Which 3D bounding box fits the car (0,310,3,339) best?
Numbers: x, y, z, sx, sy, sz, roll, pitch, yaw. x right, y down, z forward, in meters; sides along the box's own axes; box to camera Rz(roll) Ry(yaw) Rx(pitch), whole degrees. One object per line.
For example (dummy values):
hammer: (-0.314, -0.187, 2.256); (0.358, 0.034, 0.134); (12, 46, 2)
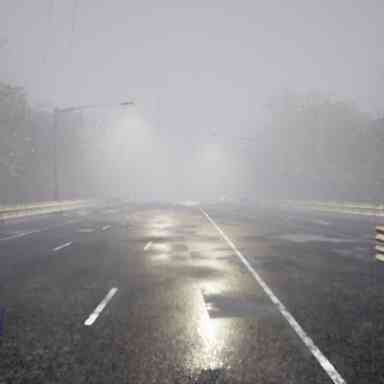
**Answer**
car: (-3.414, 1.475, 2.370); (1.882, 1.535, 5.008); (0, 0, 0)
